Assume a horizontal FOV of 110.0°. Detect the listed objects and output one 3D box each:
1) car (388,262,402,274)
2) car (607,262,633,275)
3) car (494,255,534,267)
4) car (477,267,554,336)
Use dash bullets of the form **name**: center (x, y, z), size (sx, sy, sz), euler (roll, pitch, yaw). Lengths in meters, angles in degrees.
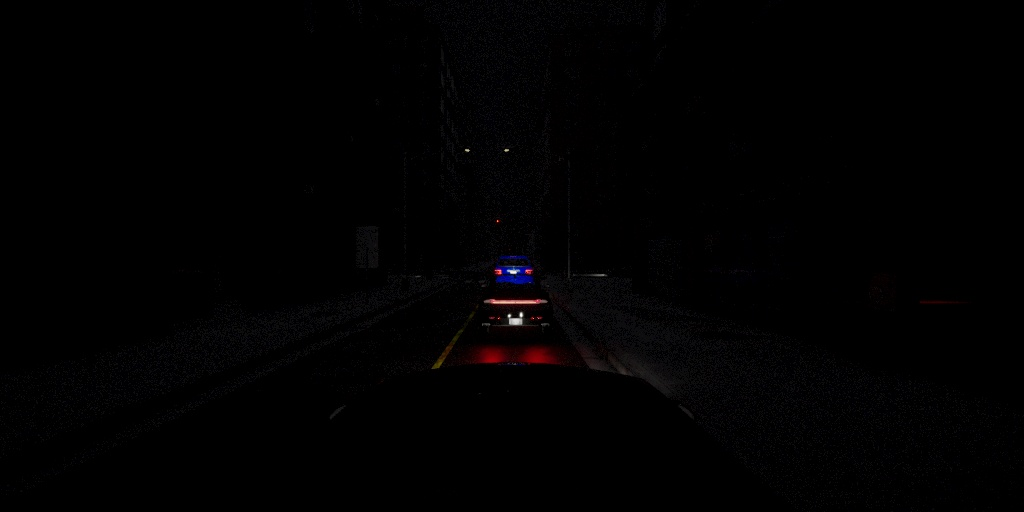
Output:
- **car**: center (-14.660, 1.288, 40.352), size (4.313, 1.339, 1.948), euler (0, 0, 0)
- **car**: center (12.157, 1.316, 37.714), size (4.181, 1.385, 1.994), euler (0, 0, 0)
- **car**: center (0.102, 0.971, 20.693), size (2.150, 2.045, 5.566), euler (0, 0, 1)
- **car**: center (0.098, 1.241, 10.381), size (2.128, 1.511, 4.902), euler (0, 0, 0)
